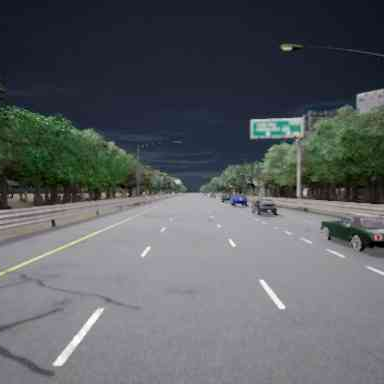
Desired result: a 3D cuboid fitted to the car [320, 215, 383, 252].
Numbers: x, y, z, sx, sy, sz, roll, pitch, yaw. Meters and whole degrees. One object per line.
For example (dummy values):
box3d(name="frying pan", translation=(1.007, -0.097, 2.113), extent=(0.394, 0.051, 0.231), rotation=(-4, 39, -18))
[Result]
box3d(name="car", translation=(7.012, 1.597, 13.735), extent=(1.895, 1.301, 4.718), rotation=(0, 0, 0))

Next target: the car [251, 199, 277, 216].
box3d(name="car", translation=(7.064, 1.484, 32.787), extent=(1.837, 1.490, 4.892), rotation=(0, 0, 0))

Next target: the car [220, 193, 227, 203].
box3d(name="car", translation=(7.181, 1.165, 69.090), extent=(2.150, 2.045, 5.566), rotation=(0, 0, 0))

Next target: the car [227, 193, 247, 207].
box3d(name="car", translation=(7.123, 1.199, 51.201), extent=(2.150, 2.045, 5.566), rotation=(0, 0, 0))
